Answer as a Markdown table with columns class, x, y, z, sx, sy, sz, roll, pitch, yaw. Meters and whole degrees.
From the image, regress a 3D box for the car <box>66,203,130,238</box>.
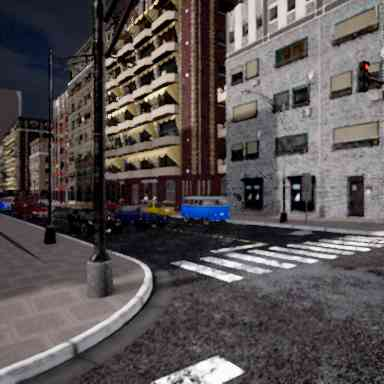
| class | x | y | z | sx | sy | sz | roll | pitch | yaw |
| --- | --- | --- | --- | --- | --- | --- | --- | --- | --- |
| car | -5.152 | 1.445 | 17.096 | 1.947 | 1.339 | 4.313 | -1 | 0 | -36 |

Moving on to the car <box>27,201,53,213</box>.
| class | x | y | z | sx | sy | sz | roll | pitch | yaw |
| --- | --- | --- | --- | --- | --- | --- | --- | --- | --- |
| car | -17.968 | 1.713 | 39.229 | 1.895 | 1.301 | 4.718 | 0 | 0 | -36 |

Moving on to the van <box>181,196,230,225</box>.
| class | x | y | z | sx | sy | sz | roll | pitch | yaw |
| --- | --- | --- | --- | --- | --- | --- | --- | --- | --- |
| van | 0.817 | 1.197 | 22.718 | 1.690 | 1.788 | 3.998 | -1 | 0 | -36 |

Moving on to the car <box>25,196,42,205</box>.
| class | x | y | z | sx | sy | sz | roll | pitch | yaw |
| --- | --- | --- | --- | --- | --- | --- | --- | --- | --- |
| car | -32.749 | 1.764 | 68.543 | 2.192 | 1.841 | 5.009 | -1 | 0 | -36 |

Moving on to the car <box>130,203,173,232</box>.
| class | x | y | z | sx | sy | sz | roll | pitch | yaw |
| --- | --- | --- | --- | --- | --- | --- | --- | --- | --- |
| car | -3.295 | 1.476 | 19.133 | 1.895 | 1.301 | 4.718 | 0 | 0 | -36 |

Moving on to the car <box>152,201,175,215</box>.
| class | x | y | z | sx | sy | sz | roll | pitch | yaw |
| --- | --- | --- | --- | --- | --- | --- | --- | --- | --- |
| car | -3.297 | 1.452 | 28.273 | 1.752 | 1.417 | 4.829 | -1 | 0 | -36 |

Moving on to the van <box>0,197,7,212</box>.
| class | x | y | z | sx | sy | sz | roll | pitch | yaw |
| --- | --- | --- | --- | --- | --- | --- | --- | --- | --- |
| van | -22.750 | 1.529 | 41.411 | 1.690 | 1.788 | 3.998 | -1 | 0 | -36 |

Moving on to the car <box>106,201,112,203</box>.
| class | x | y | z | sx | sy | sz | roll | pitch | yaw |
| --- | --- | --- | --- | --- | --- | --- | --- | --- | --- |
| car | -9.819 | 1.622 | 37.071 | 1.802 | 1.307 | 4.206 | -1 | 0 | -36 |

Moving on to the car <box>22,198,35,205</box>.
| class | x | y | z | sx | sy | sz | roll | pitch | yaw |
| --- | --- | --- | --- | --- | --- | --- | --- | --- | --- |
| car | -36.061 | 2.036 | 73.218 | 1.752 | 1.417 | 4.829 | -1 | 0 | -36 |

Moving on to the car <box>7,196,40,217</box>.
| class | x | y | z | sx | sy | sz | roll | pitch | yaw |
| --- | --- | --- | --- | --- | --- | --- | --- | --- | --- |
| car | -16.190 | 1.387 | 32.426 | 2.192 | 1.841 | 5.009 | -1 | 0 | -36 |

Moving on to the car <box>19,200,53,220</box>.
| class | x | y | z | sx | sy | sz | roll | pitch | yaw |
| --- | --- | --- | --- | --- | --- | --- | --- | --- | --- |
| car | -12.920 | 1.596 | 27.925 | 1.802 | 1.307 | 4.206 | -1 | 0 | -36 |
